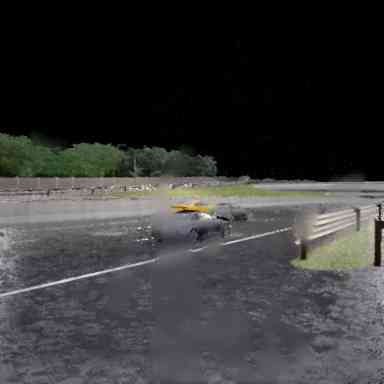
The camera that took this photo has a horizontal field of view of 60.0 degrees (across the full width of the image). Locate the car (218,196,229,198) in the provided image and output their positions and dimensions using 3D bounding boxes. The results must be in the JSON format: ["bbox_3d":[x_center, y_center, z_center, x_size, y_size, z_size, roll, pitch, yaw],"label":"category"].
[{"bbox_3d":[5.363,1.336,58.889,1.994,1.385,4.181,1,0,35],"label":"car"}]

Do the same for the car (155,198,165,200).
[{"bbox_3d":[-4.307,1.472,45.432,1.895,1.301,4.718,1,0,36],"label":"car"}]

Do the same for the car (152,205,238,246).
[{"bbox_3d":[0.099,1.529,15.406,1.994,1.385,4.181,1,0,36],"label":"car"}]

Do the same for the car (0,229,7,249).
[{"bbox_3d":[-8.099,1.362,9.854,1.812,1.442,4.674,1,0,36],"label":"car"}]

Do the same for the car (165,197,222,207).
[{"bbox_3d":[0.283,1.432,27.483,1.882,1.535,5.008,1,0,36],"label":"car"}]

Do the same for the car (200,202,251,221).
[{"bbox_3d":[2.790,1.548,24.975,1.994,1.385,4.181,1,0,36],"label":"car"}]
